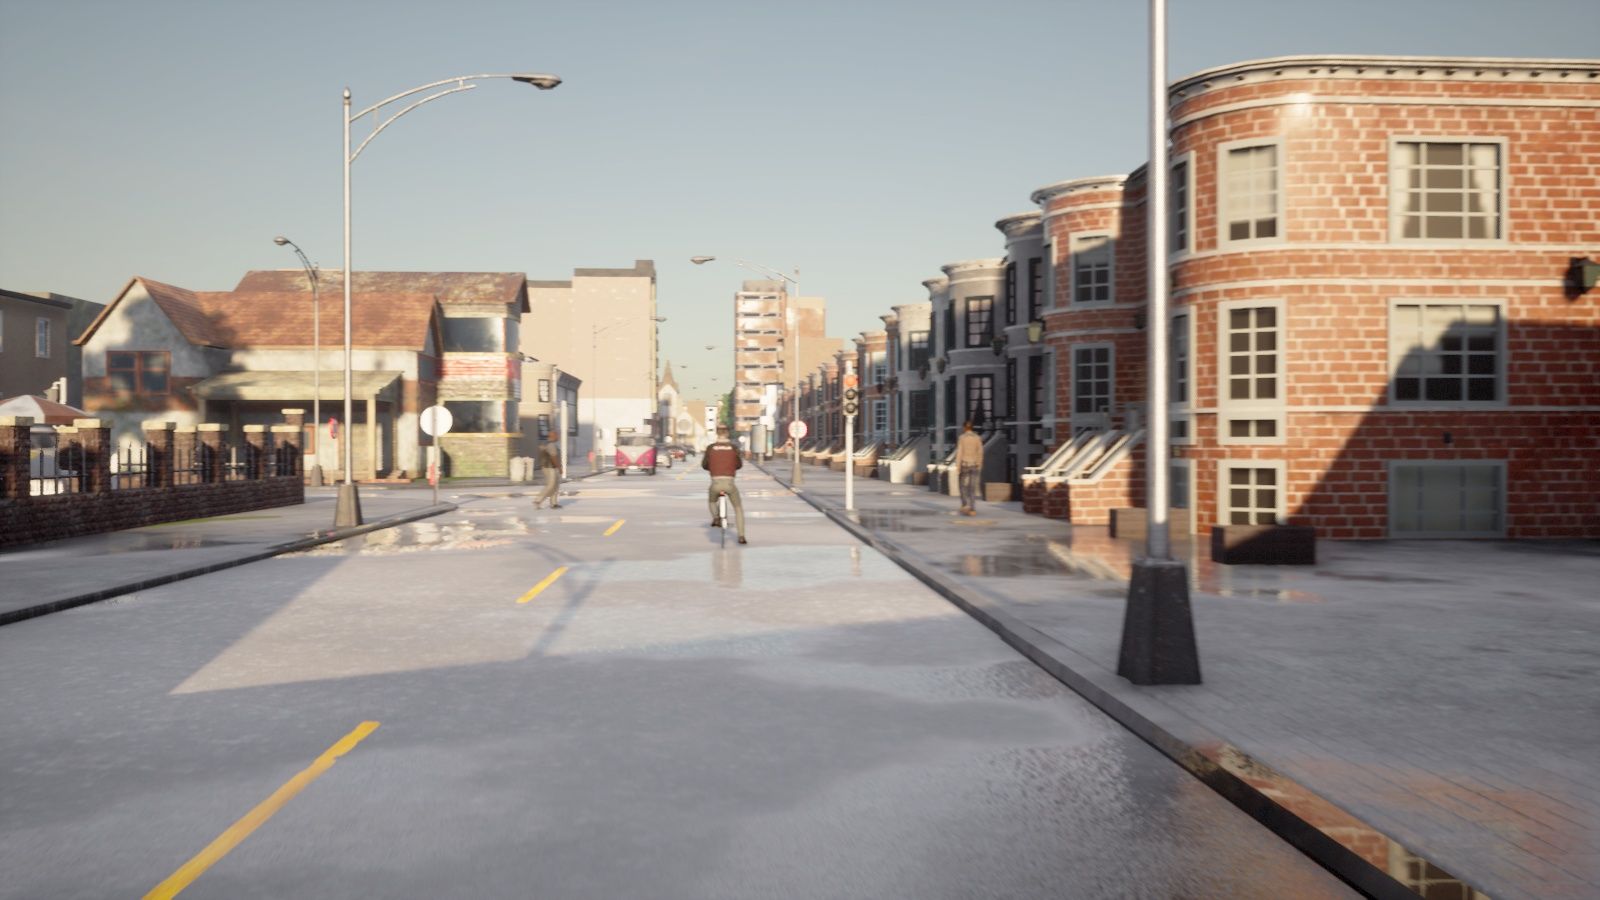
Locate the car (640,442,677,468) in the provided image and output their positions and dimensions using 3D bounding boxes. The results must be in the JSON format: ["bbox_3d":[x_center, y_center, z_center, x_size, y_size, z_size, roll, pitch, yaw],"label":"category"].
[{"bbox_3d":[-8.510,0.285,75.924,2.007,1.525,4.514,0,0,-3],"label":"car"}]

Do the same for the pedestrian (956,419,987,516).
[{"bbox_3d":[3.232,0.324,23.701,0.328,1.805,0.869,0,0,-10],"label":"pedestrian"}]

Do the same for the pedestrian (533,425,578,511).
[{"bbox_3d":[-5.462,0.393,28.066,0.849,1.883,0.563,0,0,-28],"label":"pedestrian"}]

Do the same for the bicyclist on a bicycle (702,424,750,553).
[{"bbox_3d":[-1.068,0.519,18.117,0.659,1.776,1.843,0,1,-3],"label":"bicyclist on a bicycle"}]

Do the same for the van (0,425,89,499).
[{"bbox_3d":[-22.453,0.316,34.798,4.442,1.987,1.775,0,0,-4],"label":"van"}]

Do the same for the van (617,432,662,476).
[{"bbox_3d":[-7.498,0.183,58.867,1.775,1.987,4.442,0,0,-3],"label":"van"}]
